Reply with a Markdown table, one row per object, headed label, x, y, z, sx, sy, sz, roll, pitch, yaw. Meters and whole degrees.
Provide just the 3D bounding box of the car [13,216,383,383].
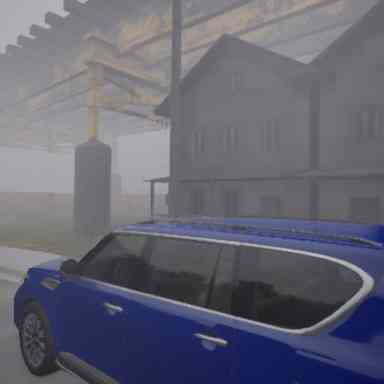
| label | x | y | z | sx | sy | sz | roll | pitch | yaw |
| --- | --- | --- | --- | --- | --- | --- | --- | --- | --- |
| car | 0.029 | 1.289 | 3.783 | 5.566 | 2.045 | 2.150 | 0 | -1 | 42 |
